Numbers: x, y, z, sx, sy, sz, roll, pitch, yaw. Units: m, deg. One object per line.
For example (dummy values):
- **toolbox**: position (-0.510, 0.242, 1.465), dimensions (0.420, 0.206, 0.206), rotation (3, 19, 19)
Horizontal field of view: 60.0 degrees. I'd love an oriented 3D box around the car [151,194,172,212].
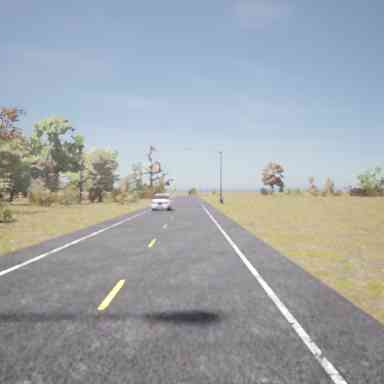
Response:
- **car**: position (-3.589, 1.220, 39.772), dimensions (2.150, 2.045, 5.566), rotation (0, 0, 0)
